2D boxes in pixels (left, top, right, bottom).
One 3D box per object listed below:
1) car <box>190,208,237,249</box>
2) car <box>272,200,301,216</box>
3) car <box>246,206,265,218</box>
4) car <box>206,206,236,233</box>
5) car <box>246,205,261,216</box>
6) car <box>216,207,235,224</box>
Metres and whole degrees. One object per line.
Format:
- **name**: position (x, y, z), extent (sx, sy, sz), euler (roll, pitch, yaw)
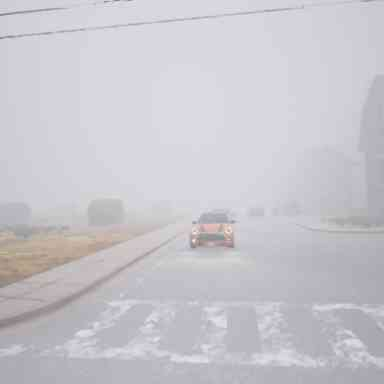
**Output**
- **car**: position (1.152, 1.823, 17.153), extent (2.097, 1.767, 4.553), euler (-2, -2, 8)
- **car**: position (12.740, 2.166, 44.927), extent (1.905, 1.878, 3.866), euler (-7, 0, -35)
- **car**: position (8.235, 2.473, 42.413), extent (1.882, 1.535, 5.008), euler (-2, -2, 8)
- **car**: position (2.348, 2.053, 25.943), extent (2.097, 1.767, 4.553), euler (-1, -2, 8)
- **car**: position (9.513, 2.846, 52.037), extent (2.033, 1.411, 5.357), euler (-1, -2, 8)
- **car**: position (3.543, 2.432, 34.697), extent (1.837, 1.490, 4.892), euler (-2, -2, 8)
